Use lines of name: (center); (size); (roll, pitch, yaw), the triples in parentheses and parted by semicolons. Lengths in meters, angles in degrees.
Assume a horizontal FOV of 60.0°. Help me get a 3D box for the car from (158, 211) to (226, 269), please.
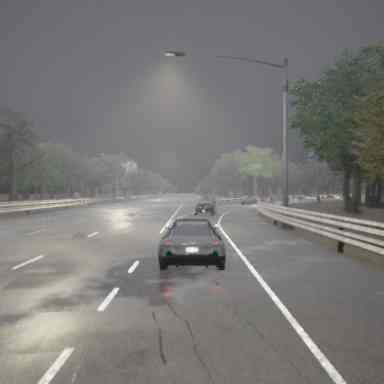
car: (0.001, 1.567, 11.168); (1.994, 1.385, 4.181); (0, 0, 0)

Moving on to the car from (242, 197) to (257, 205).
car: (10.285, 1.557, 58.278); (1.994, 1.385, 4.181); (0, 0, 28)

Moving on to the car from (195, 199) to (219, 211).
car: (1.510, 1.505, 33.366); (1.837, 1.490, 4.892); (-1, 0, 11)
